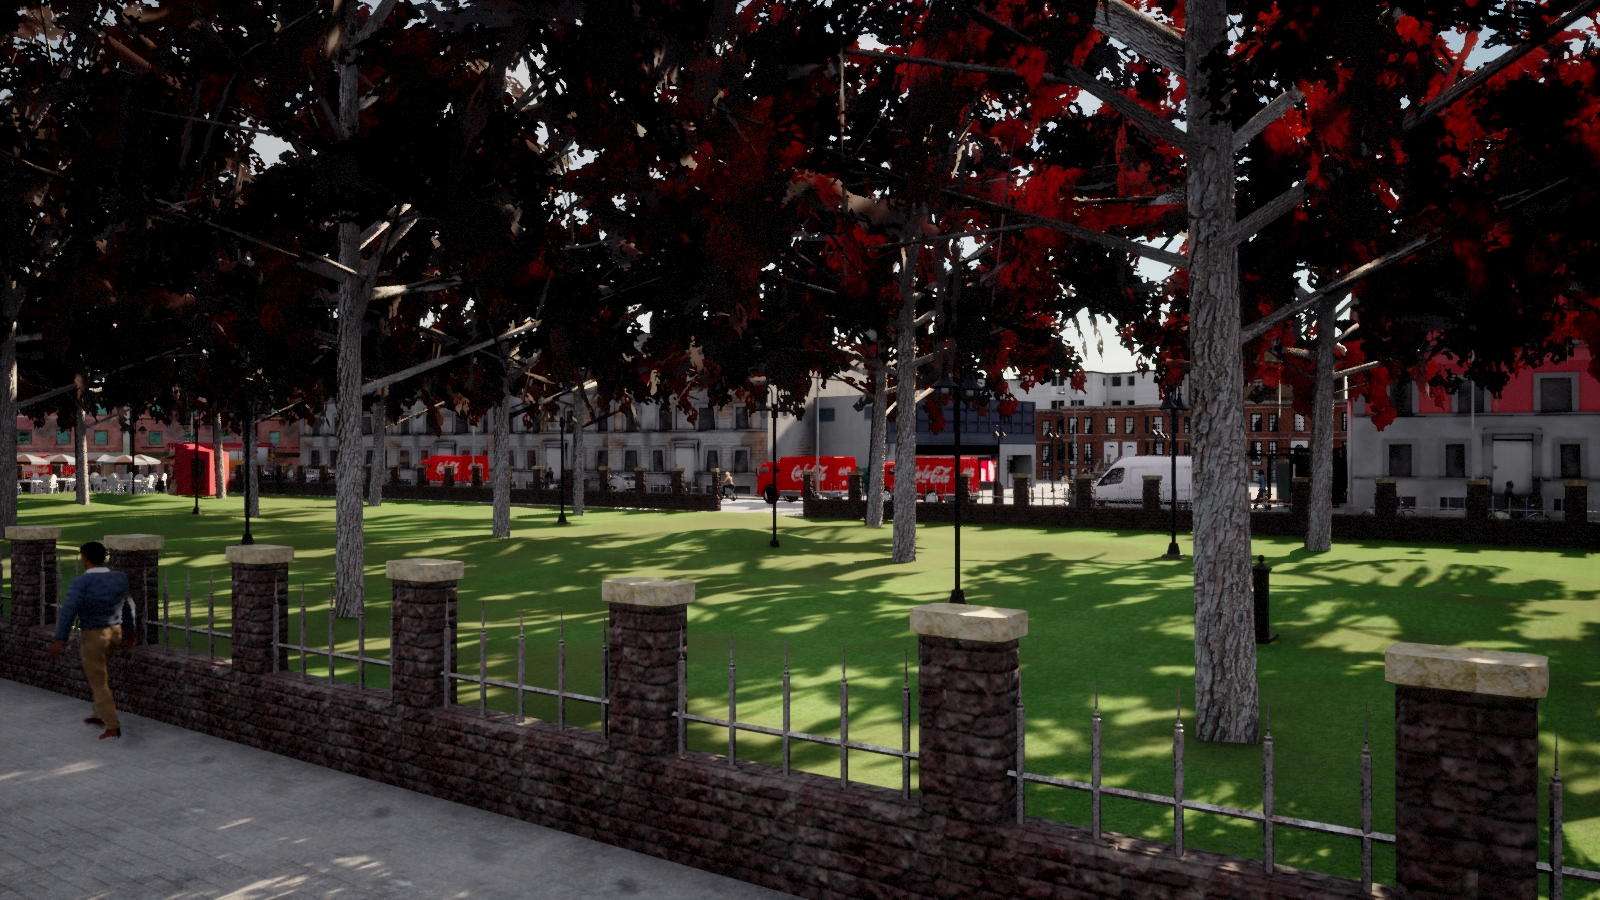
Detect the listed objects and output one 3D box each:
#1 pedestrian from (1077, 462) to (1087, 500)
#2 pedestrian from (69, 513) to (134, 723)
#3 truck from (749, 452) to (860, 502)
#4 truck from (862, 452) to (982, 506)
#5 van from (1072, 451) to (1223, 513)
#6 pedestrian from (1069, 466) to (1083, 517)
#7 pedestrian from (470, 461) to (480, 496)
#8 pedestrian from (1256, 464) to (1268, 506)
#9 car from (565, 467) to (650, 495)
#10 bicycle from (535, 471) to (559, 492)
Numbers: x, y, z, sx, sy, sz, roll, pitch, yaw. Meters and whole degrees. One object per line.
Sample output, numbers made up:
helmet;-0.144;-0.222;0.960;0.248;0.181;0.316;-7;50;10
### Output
pedestrian;14.140;1.560;57.357;0.375;1.860;0.375;0;0;37
pedestrian;-6.439;1.526;10.537;0.375;1.860;0.375;0;0;29
truck;0.205;1.348;59.637;5.204;2.467;2.627;0;0;35
truck;5.913;1.348;55.621;5.204;2.467;2.627;0;0;35
van;14.947;1.314;49.285;5.915;2.561;1.988;0;0;35
pedestrian;10.128;1.525;41.898;0.375;1.860;0.375;0;0;36
pedestrian;-17.452;1.522;61.300;0.375;1.860;0.375;0;0;35
pedestrian;20.194;1.525;49.934;0.375;1.860;0.375;0;0;41
car;-11.432;1.827;67.802;4.902;1.511;2.128;0;0;35
bicycle;-15.681;1.940;70.806;1.835;1.271;0.329;0;0;35
